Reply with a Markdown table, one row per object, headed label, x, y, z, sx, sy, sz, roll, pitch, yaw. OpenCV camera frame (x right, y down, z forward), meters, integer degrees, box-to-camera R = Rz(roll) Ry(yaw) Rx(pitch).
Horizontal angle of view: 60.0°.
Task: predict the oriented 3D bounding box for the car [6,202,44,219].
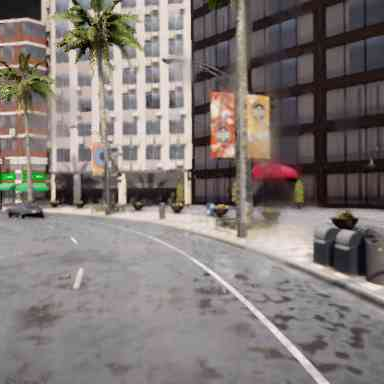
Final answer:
| label | x | y | z | sx | sy | sz | roll | pitch | yaw |
| --- | --- | --- | --- | --- | --- | --- | --- | --- | --- |
| car | -15.215 | 1.638 | 30.216 | 4.181 | 1.385 | 1.994 | 0 | 0 | 41 |
